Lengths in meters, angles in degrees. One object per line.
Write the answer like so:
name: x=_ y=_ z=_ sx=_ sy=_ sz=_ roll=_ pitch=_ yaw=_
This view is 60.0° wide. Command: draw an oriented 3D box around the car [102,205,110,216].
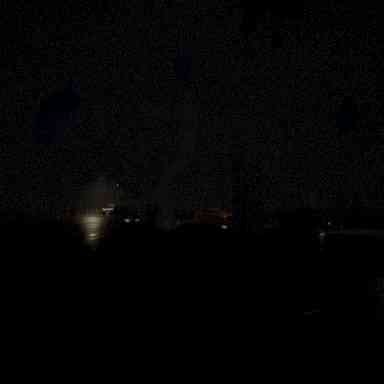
car: x=-14.988 y=3.443 z=62.645 sx=2.150 sy=2.045 sz=5.566 roll=1 pitch=-3 yaw=-36

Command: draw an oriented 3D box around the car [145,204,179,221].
car: x=-3.884 y=2.524 z=41.986 sx=2.150 sy=2.045 sz=5.566 roll=1 pitch=-3 yaw=-35

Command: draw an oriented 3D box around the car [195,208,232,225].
car: x=2.325 y=2.384 z=33.251 sx=1.882 sy=1.535 sz=5.008 roll=1 pitch=-3 yaw=-36

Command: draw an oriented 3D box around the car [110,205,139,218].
car: x=-10.168 y=2.930 z=50.895 sx=2.150 sy=2.045 sz=5.566 roll=1 pitch=-3 yaw=-35

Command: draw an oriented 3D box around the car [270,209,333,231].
car: x=8.135 y=2.045 z=25.050 sx=1.837 sy=1.490 sz=4.892 roll=1 pitch=-3 yaw=-35
